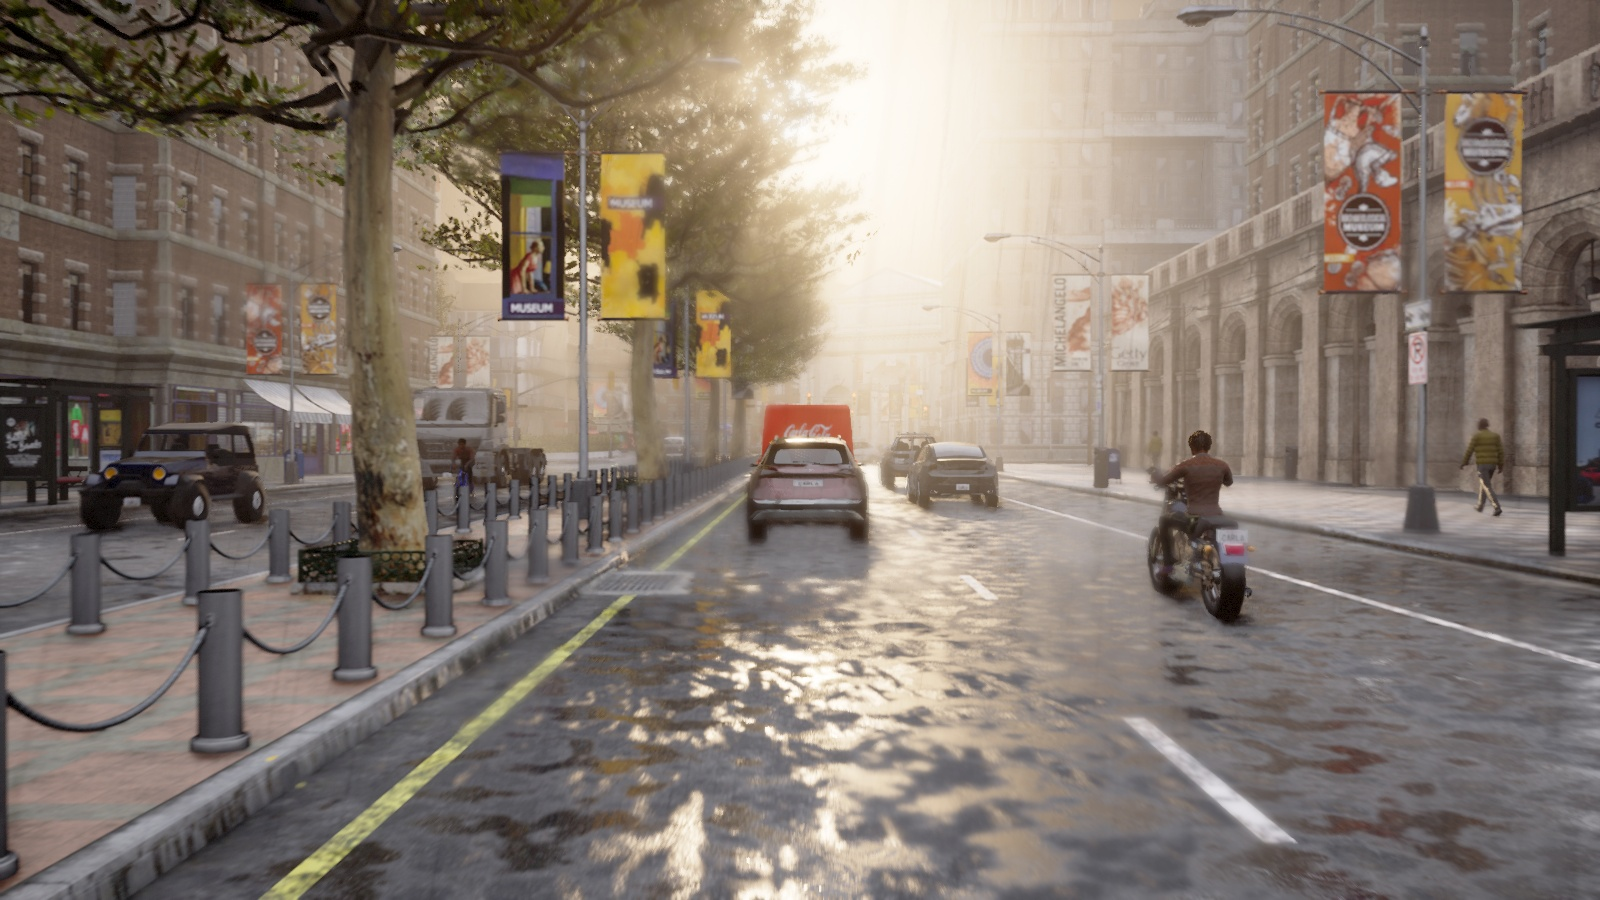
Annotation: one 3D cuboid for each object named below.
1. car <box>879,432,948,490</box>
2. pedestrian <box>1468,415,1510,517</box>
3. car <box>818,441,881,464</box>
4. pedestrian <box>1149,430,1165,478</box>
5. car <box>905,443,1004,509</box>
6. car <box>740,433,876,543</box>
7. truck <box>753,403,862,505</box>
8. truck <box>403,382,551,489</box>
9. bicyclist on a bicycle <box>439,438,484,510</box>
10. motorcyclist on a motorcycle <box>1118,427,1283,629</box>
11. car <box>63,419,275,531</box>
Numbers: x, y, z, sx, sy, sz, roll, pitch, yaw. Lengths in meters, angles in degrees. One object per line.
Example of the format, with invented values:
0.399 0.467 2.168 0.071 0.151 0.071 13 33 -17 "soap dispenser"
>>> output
3.755 0.329 42.149 1.932 1.855 4.605 0 0 0 "car"
12.513 0.285 22.811 0.370 1.835 0.726 0 0 1 "pedestrian"
3.410 0.156 87.271 3.988 1.617 1.851 0 0 -18 "car"
13.844 0.140 48.720 0.431 1.840 0.709 0 0 0 "pedestrian"
3.690 0.581 30.790 1.837 1.490 4.892 0 0 0 "car"
0.136 0.557 21.219 2.033 1.649 4.856 0 0 0 "car"
0.203 0.074 32.956 2.627 2.467 5.204 0 0 0 "truck"
-11.267 -0.496 44.656 2.891 3.462 7.936 0 0 3 "truck"
-7.819 0.529 29.057 0.582 1.620 1.656 0 1 0 "bicyclist on a bicycle"
3.581 0.635 11.459 0.766 1.649 2.350 0 0 0 "motorcyclist on a motorcycle"
-11.355 0.404 22.921 1.905 1.878 3.866 0 0 0 "car"
